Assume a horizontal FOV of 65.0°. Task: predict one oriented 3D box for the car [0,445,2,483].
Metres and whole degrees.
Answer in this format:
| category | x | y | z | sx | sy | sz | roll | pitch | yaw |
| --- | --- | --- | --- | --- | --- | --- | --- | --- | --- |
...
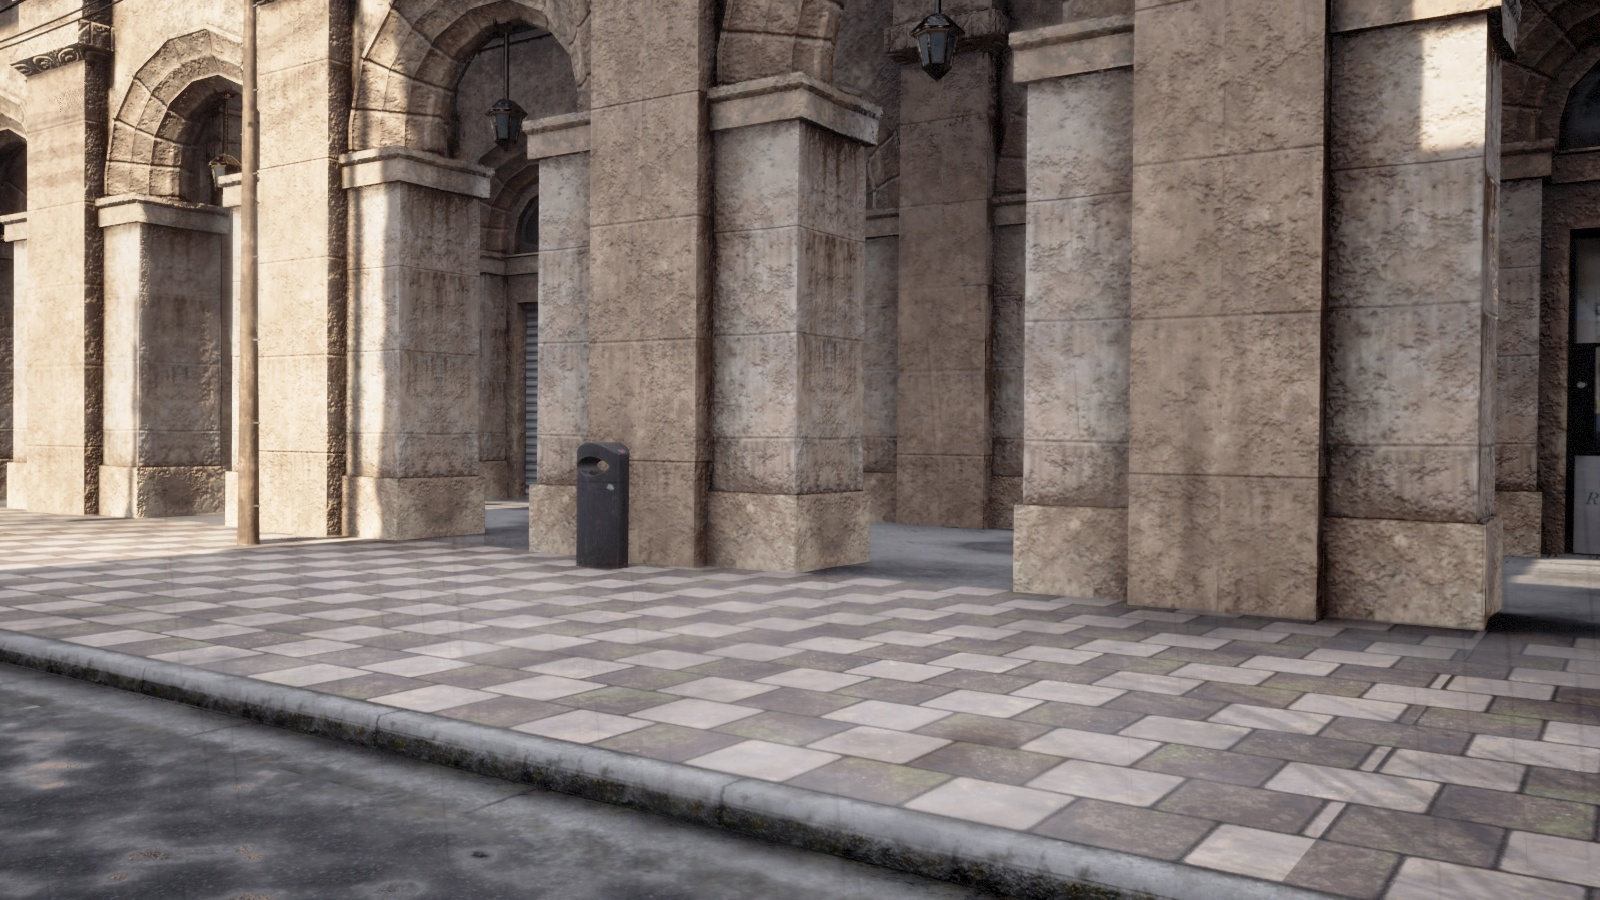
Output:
| category | x | y | z | sx | sy | sz | roll | pitch | yaw |
| --- | --- | --- | --- | --- | --- | --- | --- | --- | --- |
| car | -30.009 | 0.524 | 42.477 | 1.895 | 1.301 | 4.718 | 0 | 1 | 34 |
